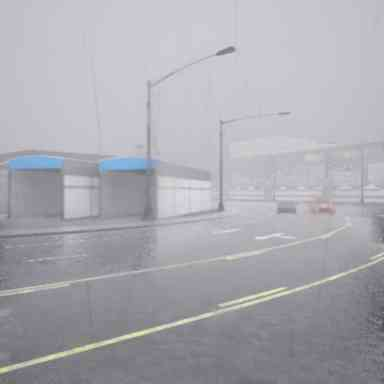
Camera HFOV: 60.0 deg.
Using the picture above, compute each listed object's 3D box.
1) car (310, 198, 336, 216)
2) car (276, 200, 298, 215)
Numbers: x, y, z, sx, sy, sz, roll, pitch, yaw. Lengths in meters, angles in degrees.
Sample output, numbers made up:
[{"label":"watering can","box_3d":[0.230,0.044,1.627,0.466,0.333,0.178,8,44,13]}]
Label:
[{"label":"car","box_3d":[13.464,1.459,34.390,2.097,1.767,4.553,0,0,15]},{"label":"car","box_3d":[9.965,1.604,34.765,1.837,1.490,4.892,0,0,16]}]
